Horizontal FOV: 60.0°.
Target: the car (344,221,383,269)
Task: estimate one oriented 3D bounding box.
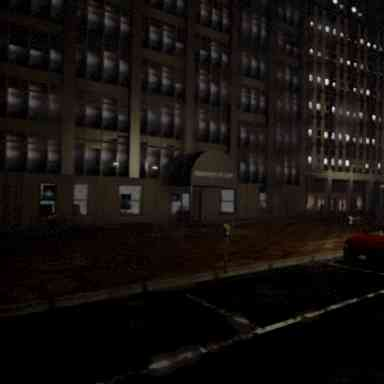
[{"bbox_3d":[6.621,1.573,10.495,4.507,1.381,1.887,0,1,-34],"label":"car"}]
